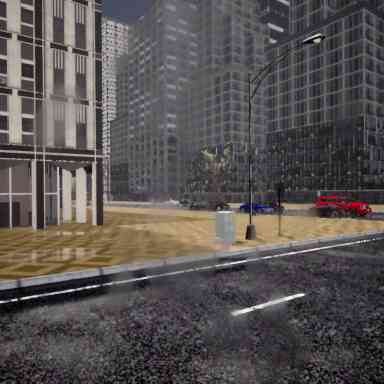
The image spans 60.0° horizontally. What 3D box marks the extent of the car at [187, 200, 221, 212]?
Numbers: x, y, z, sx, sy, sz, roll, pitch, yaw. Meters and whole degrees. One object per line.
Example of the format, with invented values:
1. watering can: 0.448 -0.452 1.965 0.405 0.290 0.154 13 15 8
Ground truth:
1. car: 1.691 2.243 49.932 1.895 1.301 4.718 -1 -1 -35

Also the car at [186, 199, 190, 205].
1. car: 1.304 2.305 61.971 1.994 1.385 4.181 -1 -1 -35

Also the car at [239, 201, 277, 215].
1. car: 7.813 2.001 41.272 1.812 1.442 4.674 -1 -1 -36

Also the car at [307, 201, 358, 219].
1. car: 13.627 1.880 33.063 1.994 1.385 4.181 -1 -1 -35

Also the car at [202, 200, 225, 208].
1. car: 4.040 2.311 63.634 1.895 1.301 4.718 -1 -1 -35

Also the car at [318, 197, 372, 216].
1. car: 15.957 1.518 35.392 2.150 2.045 5.566 -1 -1 -35

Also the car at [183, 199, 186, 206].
1. car: -1.726 2.224 71.769 2.128 1.511 4.902 -1 -1 -35

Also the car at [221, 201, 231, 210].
1. car: 3.980 2.129 52.329 1.837 1.490 4.892 -1 -1 -35

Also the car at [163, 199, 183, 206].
1. car: -4.378 2.252 69.890 1.812 1.442 4.674 -1 -1 -35

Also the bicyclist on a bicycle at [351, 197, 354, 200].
1. bicyclist on a bicycle: 21.996 1.578 45.642 1.656 1.620 0.582 -1 0 -35

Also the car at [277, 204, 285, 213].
1. car: 9.988 1.964 43.827 1.837 1.490 4.892 -1 -1 -35
